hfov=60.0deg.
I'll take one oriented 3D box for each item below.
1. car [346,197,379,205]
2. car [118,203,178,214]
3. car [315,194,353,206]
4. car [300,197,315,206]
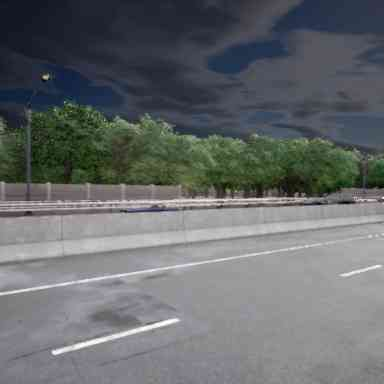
[{"bbox_3d":[21.435,1.620,40.776,4.718,1.301,1.895,0,0,-35],"label":"car"},{"bbox_3d":[-3.557,1.587,27.235,4.718,1.301,1.895,0,0,-35],"label":"car"},{"bbox_3d":[19.034,1.239,43.362,5.566,2.045,2.150,0,0,-35],"label":"car"},{"bbox_3d":[17.046,1.495,46.239,5.008,1.535,1.882,0,0,-35],"label":"car"}]
